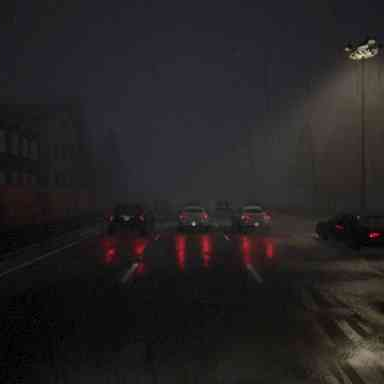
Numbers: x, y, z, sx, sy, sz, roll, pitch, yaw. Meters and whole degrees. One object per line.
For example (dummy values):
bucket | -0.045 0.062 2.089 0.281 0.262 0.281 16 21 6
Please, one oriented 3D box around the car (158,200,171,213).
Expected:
car | -3.452 1.658 38.116 2.033 1.411 5.357 0 0 1

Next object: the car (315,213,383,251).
car | 7.102 1.590 14.316 2.033 1.411 5.357 0 0 0

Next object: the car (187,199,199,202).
car | 0.083 1.616 43.020 2.128 1.511 4.902 0 0 0

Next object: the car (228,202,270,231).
car | 3.597 1.587 20.736 1.812 1.442 4.674 0 0 0

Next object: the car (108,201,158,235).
car | -3.397 1.409 19.398 2.097 1.767 4.553 0 0 0

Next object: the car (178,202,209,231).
car | 0.098 1.587 21.030 1.812 1.442 4.674 0 0 0

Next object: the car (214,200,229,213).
car | 3.556 1.660 38.887 2.033 1.411 5.357 0 0 1
